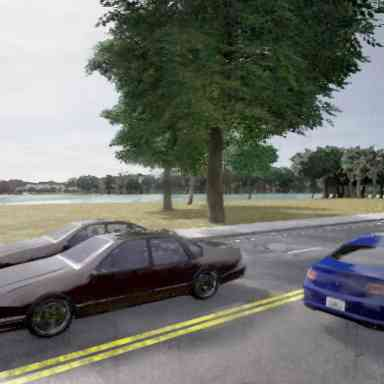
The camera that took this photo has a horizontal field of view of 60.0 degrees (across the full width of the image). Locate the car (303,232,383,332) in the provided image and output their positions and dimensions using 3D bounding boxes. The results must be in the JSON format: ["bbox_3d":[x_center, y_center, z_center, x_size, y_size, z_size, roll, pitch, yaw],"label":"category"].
[{"bbox_3d":[4.020,1.498,6.315,4.674,1.442,1.812,0,0,-36],"label":"car"}]

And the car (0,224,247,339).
[{"bbox_3d":[-1.305,1.536,6.748,5.357,1.411,2.033,0,0,-36],"label":"car"}]

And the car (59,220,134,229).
[{"bbox_3d":[-2.856,1.534,9.635,5.357,1.411,2.033,0,0,-36],"label":"car"}]
